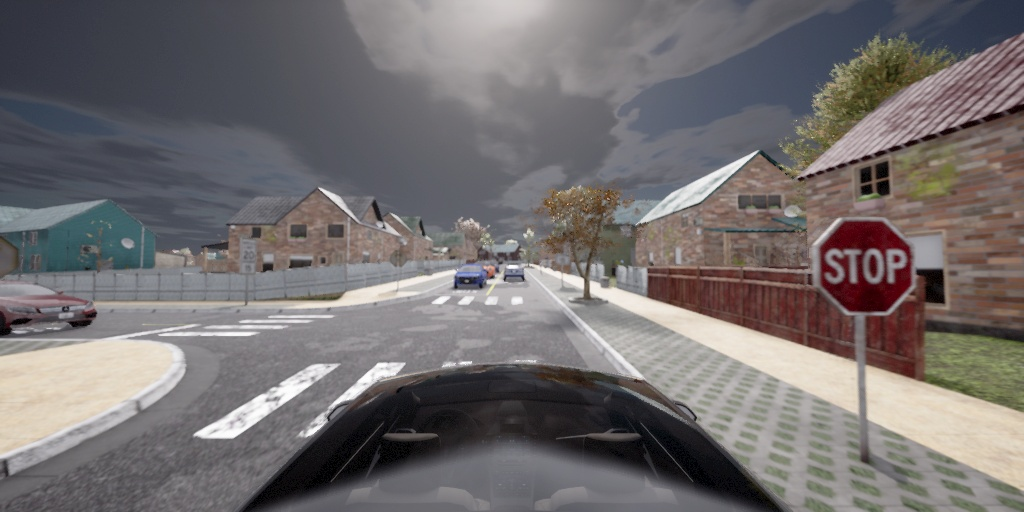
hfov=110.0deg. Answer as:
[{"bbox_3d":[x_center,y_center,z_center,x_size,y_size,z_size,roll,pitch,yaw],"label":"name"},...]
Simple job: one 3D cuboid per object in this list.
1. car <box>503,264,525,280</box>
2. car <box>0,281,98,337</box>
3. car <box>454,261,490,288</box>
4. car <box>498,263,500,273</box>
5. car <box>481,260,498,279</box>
[{"bbox_3d":[0.193,1.403,32.780,2.033,1.411,5.357,0,0,0],"label":"car"},{"bbox_3d":[-14.617,1.421,10.244,4.674,1.442,1.812,-1,-3,8],"label":"car"},{"bbox_3d":[-2.779,1.301,24.680,1.882,1.535,5.008,0,0,0],"label":"car"},{"bbox_3d":[-2.699,1.285,46.808,2.097,1.767,4.553,0,0,0],"label":"car"},{"bbox_3d":[-2.749,1.218,34.534,2.097,1.767,4.553,0,0,0],"label":"car"}]
